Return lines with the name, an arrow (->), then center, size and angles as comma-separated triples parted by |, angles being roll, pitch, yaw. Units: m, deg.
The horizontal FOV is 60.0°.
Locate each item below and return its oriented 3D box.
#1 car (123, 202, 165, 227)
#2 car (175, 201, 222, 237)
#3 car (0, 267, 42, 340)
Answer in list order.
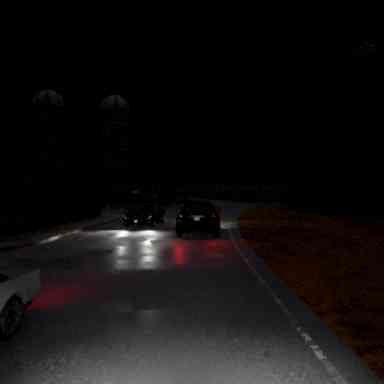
car -> -2.938, 1.406, 21.295 | 1.837, 1.490, 4.892 | 0, 0, 6
car -> 0.452, 1.232, 17.504 | 2.097, 1.767, 4.553 | 0, 1, 6
car -> -3.585, 1.562, 3.641 | 1.895, 1.301, 4.718 | 0, 1, 0
